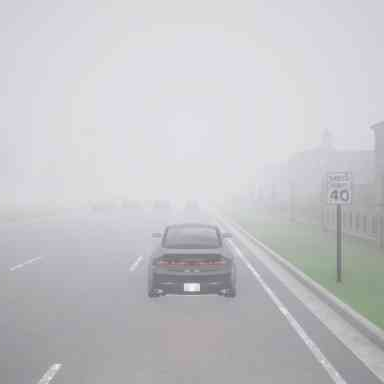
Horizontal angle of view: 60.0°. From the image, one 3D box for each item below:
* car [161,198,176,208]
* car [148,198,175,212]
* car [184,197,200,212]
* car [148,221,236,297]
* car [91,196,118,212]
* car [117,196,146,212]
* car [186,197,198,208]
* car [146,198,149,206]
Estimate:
[{"bbox_3d":[-3.501,1.600,49.622,1.895,1.301,4.718,0,0,0],"label":"car"},{"bbox_3d":[-3.501,1.491,39.148,2.128,1.511,4.902,0,0,0],"label":"car"},{"bbox_3d":[-0.001,1.547,39.148,2.033,1.411,5.357,0,0,0],"label":"car"},{"bbox_3d":[0.000,1.504,8.535,1.837,1.490,4.892,0,0,0],"label":"car"},{"bbox_3d":[-10.501,1.563,39.531,1.994,1.385,4.181,0,0,0],"label":"car"},{"bbox_3d":[-7.001,1.477,39.148,1.882,1.535,5.008,0,0,0],"label":"car"},{"bbox_3d":[-0.002,1.525,49.568,1.812,1.442,4.674,0,0,0],"label":"car"},{"bbox_3d":[-7.002,1.563,49.568,1.994,1.385,4.181,0,0,0],"label":"car"}]
